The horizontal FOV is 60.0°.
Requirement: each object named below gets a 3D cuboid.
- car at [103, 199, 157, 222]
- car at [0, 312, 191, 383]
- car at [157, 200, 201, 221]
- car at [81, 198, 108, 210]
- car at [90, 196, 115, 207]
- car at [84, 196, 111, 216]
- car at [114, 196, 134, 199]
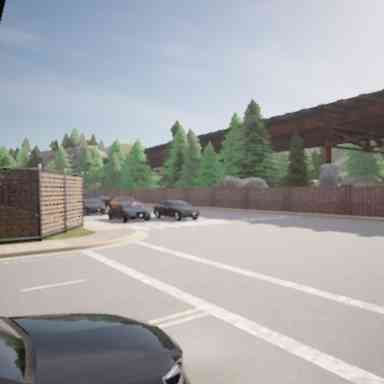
[{"bbox_3d":[-4.782,1.476,25.184,1.994,1.385,4.181,-1,0,-36],"label":"car"},{"bbox_3d":[-2.166,1.531,2.198,4.674,1.442,1.812,-1,0,-36],"label":"car"},{"bbox_3d":[-1.269,1.388,26.301,1.837,1.490,4.892,-1,0,-36],"label":"car"},{"bbox_3d":[-12.124,1.449,41.222,1.994,1.385,4.181,-1,0,-36],"label":"car"},{"bbox_3d":[-13.357,1.333,49.184,1.882,1.535,5.008,-1,0,-36],"label":"car"},{"bbox_3d":[-9.825,1.418,32.112,1.837,1.490,4.892,-1,0,-36],"label":"car"},{"bbox_3d":[-6.685,1.236,33.742,2.097,1.767,4.553,-1,0,-36],"label":"car"}]
